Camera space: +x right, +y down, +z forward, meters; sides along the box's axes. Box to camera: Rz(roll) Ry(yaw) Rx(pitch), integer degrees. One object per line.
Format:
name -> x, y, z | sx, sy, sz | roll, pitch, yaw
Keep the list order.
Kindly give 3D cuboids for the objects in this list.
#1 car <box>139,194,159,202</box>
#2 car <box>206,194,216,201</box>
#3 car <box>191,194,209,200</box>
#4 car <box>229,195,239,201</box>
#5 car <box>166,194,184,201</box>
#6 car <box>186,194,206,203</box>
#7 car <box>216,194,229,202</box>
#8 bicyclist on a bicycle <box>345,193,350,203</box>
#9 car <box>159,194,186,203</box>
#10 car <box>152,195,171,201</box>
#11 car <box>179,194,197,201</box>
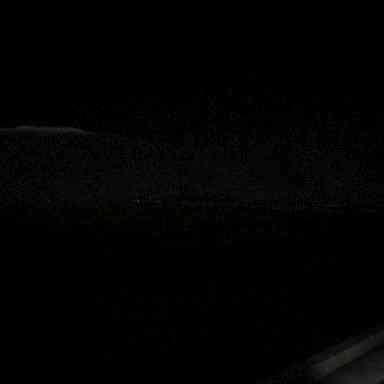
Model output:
car -> -9.582, 1.267, 70.836 | 1.837, 1.490, 4.892 | 0, 0, -35
car -> 1.975, 1.285, 66.571 | 1.837, 1.490, 4.892 | 0, 0, -35
car -> 1.871, 1.237, 78.888 | 1.994, 1.385, 4.181 | 0, 0, -35
car -> 7.728, 1.337, 70.559 | 1.895, 1.301, 4.718 | 0, 0, -35
car -> -3.855, 1.226, 74.862 | 1.837, 1.490, 4.892 | 0, 0, -35
car -> 0.019, 1.305, 63.326 | 1.837, 1.490, 4.892 | 0, 0, -35
car -> 4.886, 1.264, 68.516 | 1.837, 1.490, 4.892 | 0, 0, -35
bicyclist on a bicycle -> 24.886, 1.023, 53.224 | 1.656, 1.620, 0.582 | -1, 0, -35
car -> -3.750, 1.296, 62.624 | 1.882, 1.535, 5.008 | 0, 0, -34
car -> -6.736, 1.343, 72.875 | 1.895, 1.301, 4.718 | 0, 0, -35
car -> -0.992, 1.204, 76.875 | 1.837, 1.490, 4.892 | 0, 0, -35
